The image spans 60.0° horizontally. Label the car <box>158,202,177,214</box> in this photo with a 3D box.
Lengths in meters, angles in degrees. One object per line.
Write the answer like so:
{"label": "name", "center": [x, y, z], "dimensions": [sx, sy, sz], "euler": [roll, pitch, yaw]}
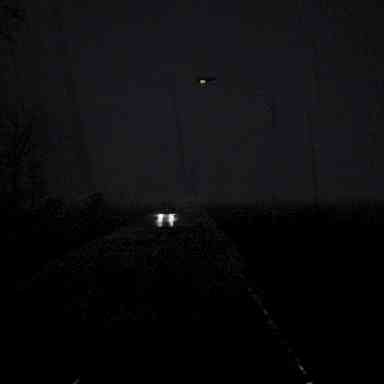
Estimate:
{"label": "car", "center": [-2.795, 1.805, 38.631], "dimensions": [1.994, 1.385, 4.181], "euler": [0, 0, 0]}

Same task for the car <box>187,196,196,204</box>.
{"label": "car", "center": [-0.086, 1.873, 72.916], "dimensions": [1.882, 1.535, 5.008], "euler": [0, 0, 0]}

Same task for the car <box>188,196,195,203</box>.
{"label": "car", "center": [-0.099, 1.815, 83.339], "dimensions": [1.882, 1.535, 5.008], "euler": [0, 0, 0]}
